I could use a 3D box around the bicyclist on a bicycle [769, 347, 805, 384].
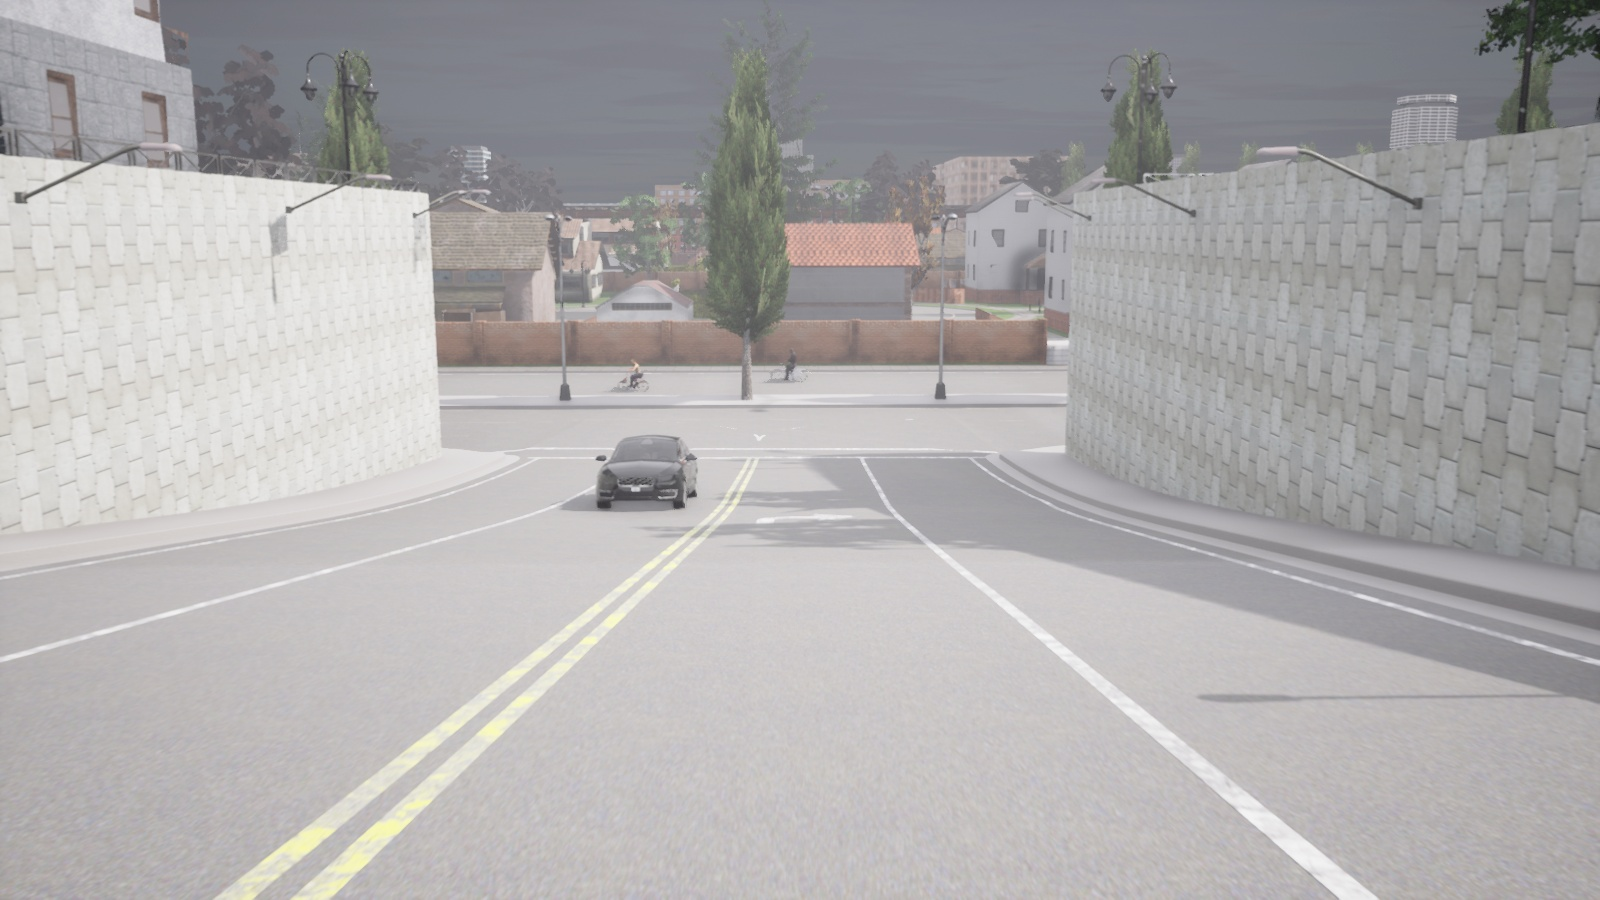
[{"bbox_3d":[-0.673,-4.291,63.774,1.843,1.776,0.659,0,10,-1],"label":"bicyclist on a bicycle"}]

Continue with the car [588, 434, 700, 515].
[{"bbox_3d":[-3.333,0.461,27.690,1.837,1.490,4.892,0,2,0],"label":"car"}]
